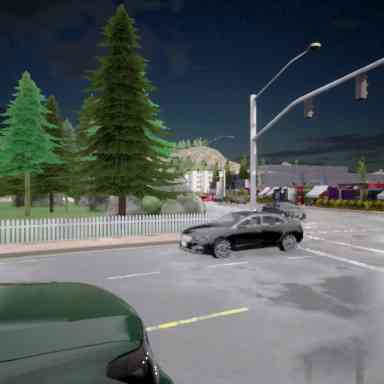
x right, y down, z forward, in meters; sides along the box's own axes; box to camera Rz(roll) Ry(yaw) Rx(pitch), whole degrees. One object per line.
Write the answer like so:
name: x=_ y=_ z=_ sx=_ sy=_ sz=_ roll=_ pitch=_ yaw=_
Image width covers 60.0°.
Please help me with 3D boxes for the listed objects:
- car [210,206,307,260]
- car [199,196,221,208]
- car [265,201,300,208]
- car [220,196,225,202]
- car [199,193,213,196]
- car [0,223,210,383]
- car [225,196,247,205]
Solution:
car: x=1.932 y=1.490 z=12.383 sx=4.902 sy=1.511 sz=2.128 roll=0 pitch=0 yaw=-26
car: x=2.037 y=1.656 z=46.707 sx=1.895 sy=1.301 sz=4.718 roll=0 pitch=0 yaw=-16
car: x=7.595 y=1.560 z=27.717 sx=1.837 sy=1.490 sz=4.892 roll=0 pitch=0 yaw=-16
car: x=5.989 y=1.558 z=71.147 sx=1.837 sy=1.490 sz=4.892 roll=0 pitch=0 yaw=-16
car: x=2.844 y=1.277 z=69.594 sx=2.150 sy=2.045 sz=5.566 roll=0 pitch=0 yaw=-17
car: x=-2.779 y=1.222 z=1.653 sx=5.566 sy=2.045 sz=2.150 roll=0 pitch=0 yaw=-36
car: x=8.616 y=1.547 z=62.284 sx=2.128 sy=1.511 sz=4.902 roll=0 pitch=0 yaw=-16
